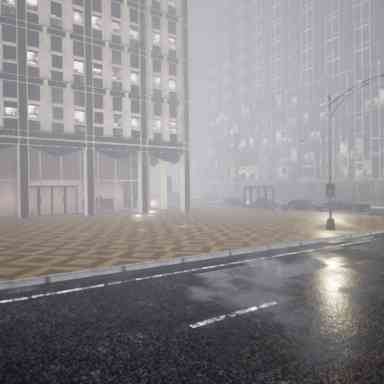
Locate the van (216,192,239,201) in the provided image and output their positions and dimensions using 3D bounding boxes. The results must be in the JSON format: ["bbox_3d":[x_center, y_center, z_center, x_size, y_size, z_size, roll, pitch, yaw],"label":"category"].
[{"bbox_3d":[6.719,0.853,59.922,1.690,1.788,3.998,-1,1,-34],"label":"van"}]

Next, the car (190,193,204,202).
[{"bbox_3d":[-0.510,0.915,60.339,2.097,1.767,4.553,-1,1,-34],"label":"car"}]

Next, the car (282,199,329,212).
[{"bbox_3d":[12.489,1.422,36.348,1.947,1.339,4.313,-1,1,-34],"label":"car"}]

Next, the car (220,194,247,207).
[{"bbox_3d":[6.150,1.318,45.786,1.947,1.339,4.313,-1,1,-34],"label":"car"}]

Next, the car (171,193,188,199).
[{"bbox_3d":[-2.882,0.934,74.016,1.802,1.307,4.206,0,1,-34],"label":"car"}]

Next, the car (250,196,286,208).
[{"bbox_3d":[10.144,1.264,44.606,1.812,1.442,4.674,-1,1,-34],"label":"car"}]

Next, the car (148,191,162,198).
[{"bbox_3d":[-9.284,0.684,83.407,1.967,1.590,4.097,0,1,-34],"label":"car"}]

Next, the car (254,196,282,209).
[{"bbox_3d":[9.302,1.386,41.057,1.802,1.307,4.206,-1,1,-34],"label":"car"}]

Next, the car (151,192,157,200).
[{"bbox_3d":[-9.808,1.038,69.298,2.008,1.369,4.403,0,1,-34],"label":"car"}]

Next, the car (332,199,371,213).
[{"bbox_3d":[16.373,1.440,35.465,1.895,1.301,4.718,-1,1,-34],"label":"car"}]

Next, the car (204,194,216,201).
[{"bbox_3d":[3.519,1.041,64.622,1.802,1.307,4.206,-1,1,-34],"label":"car"}]

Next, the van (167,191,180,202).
[{"bbox_3d":[-3.406,0.935,59.902,1.690,1.788,3.998,0,1,-34],"label":"van"}]
